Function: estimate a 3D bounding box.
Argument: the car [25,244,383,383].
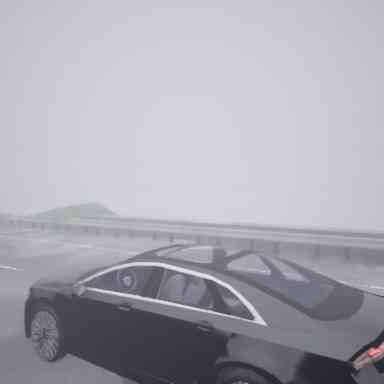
[{"bbox_3d":[-0.179,1.443,4.218,4.902,1.511,2.128,0,1,34],"label":"car"}]
